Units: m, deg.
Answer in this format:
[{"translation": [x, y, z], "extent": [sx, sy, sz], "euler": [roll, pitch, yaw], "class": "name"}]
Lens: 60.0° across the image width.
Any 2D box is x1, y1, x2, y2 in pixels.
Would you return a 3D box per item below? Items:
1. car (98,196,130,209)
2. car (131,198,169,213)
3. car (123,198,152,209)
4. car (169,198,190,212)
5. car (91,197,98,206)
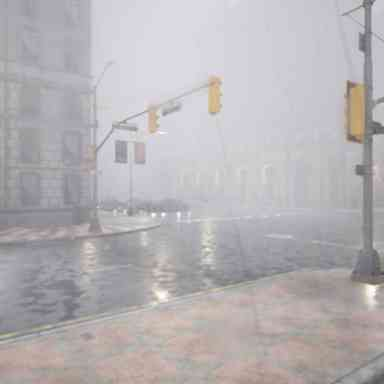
[{"translation": [-10.696, 1.599, 45.505], "extent": [1.895, 1.301, 4.718], "euler": [0, 0, -35], "class": "car"}, {"translation": [-4.749, 1.562, 37.215], "extent": [1.994, 1.385, 4.181], "euler": [0, 0, -36], "class": "car"}, {"translation": [-7.881, 1.545, 47.592], "extent": [2.033, 1.411, 5.357], "euler": [0, 0, -35], "class": "car"}, {"translation": [-2.190, 1.502, 39.650], "extent": [1.837, 1.490, 4.892], "euler": [0, 0, -36], "class": "car"}, {"translation": [-16.709, 1.546, 54.044], "extent": [2.033, 1.411, 5.357], "euler": [0, 0, -35], "class": "car"}]
